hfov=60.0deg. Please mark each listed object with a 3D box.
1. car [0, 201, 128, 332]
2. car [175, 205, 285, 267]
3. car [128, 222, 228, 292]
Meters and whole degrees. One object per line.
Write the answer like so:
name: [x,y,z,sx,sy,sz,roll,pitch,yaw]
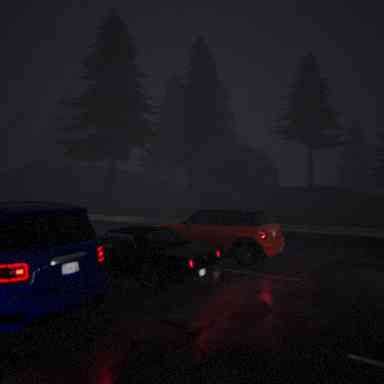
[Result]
car: [-4.091,1.199,6.225,5.566,2.045,2.150,0,0,30]
car: [0.724,1.307,11.388,4.553,1.767,2.097,0,0,31]
car: [-1.662,1.567,8.846,4.718,1.301,1.895,0,0,31]
